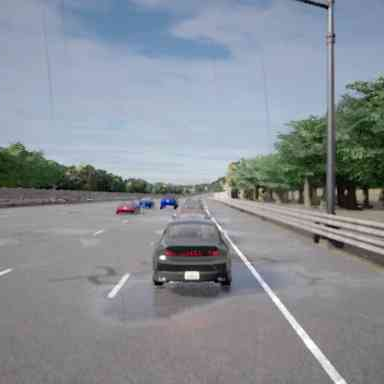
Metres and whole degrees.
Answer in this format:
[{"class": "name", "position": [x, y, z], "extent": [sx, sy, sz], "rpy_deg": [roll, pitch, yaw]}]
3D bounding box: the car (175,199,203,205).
[{"class": "car", "position": [-0.005, 1.536, 24.210], "extent": [1.837, 1.490, 4.892], "rpy_deg": [0, 0, 0]}]

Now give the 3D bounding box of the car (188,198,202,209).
[{"class": "car", "position": [0.474, 1.629, 48.051], "extent": [1.812, 1.442, 4.674], "rpy_deg": [0, -1, 2]}]

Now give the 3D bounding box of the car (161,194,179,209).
[{"class": "car", "position": [-3.084, 1.336, 47.140], "extent": [2.150, 2.045, 5.566], "rpy_deg": [0, -1, 4]}]

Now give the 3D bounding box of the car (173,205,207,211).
[{"class": "car", "position": [0.006, 1.532, 15.474], "extent": [1.812, 1.442, 4.674], "rpy_deg": [0, 0, 0]}]

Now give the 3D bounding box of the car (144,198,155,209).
[{"class": "car", "position": [-6.529, 1.622, 48.112], "extent": [1.882, 1.535, 5.008], "rpy_deg": [0, -1, 2]}]

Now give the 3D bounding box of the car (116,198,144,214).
[{"class": "car", "position": [-6.844, 1.651, 36.143], "extent": [1.994, 1.385, 4.181], "rpy_deg": [0, 0, 1]}]

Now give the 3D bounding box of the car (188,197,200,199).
[{"class": "car", "position": [0.157, 1.400, 36.316], "extent": [2.097, 1.767, 4.553], "rpy_deg": [0, 0, 1]}]

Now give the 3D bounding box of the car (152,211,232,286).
[{"class": "car", "position": [-0.001, 1.508, 9.365], "extent": [1.837, 1.490, 4.892], "rpy_deg": [0, 0, 0]}]
